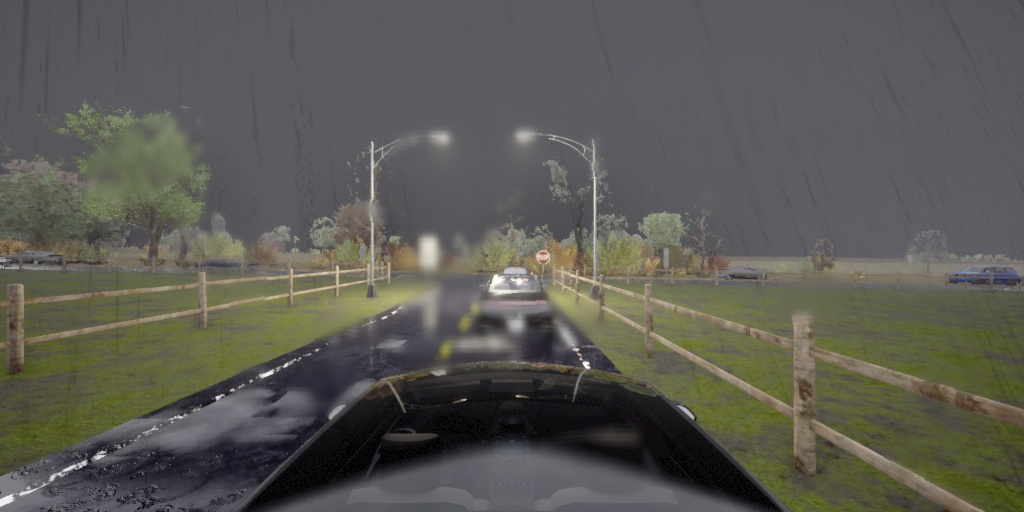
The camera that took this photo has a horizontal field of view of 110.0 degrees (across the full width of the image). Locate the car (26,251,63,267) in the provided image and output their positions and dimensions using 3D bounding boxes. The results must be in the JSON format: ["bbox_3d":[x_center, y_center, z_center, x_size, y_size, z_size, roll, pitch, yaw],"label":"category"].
[{"bbox_3d":[-46.972,0.234,35.158,4.902,1.511,2.128,1,1,1],"label":"car"}]

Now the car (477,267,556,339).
[{"bbox_3d":[0.101,1.240,10.048,2.128,1.511,4.902,0,0,0],"label":"car"}]

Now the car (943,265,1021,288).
[{"bbox_3d":[45.880,1.958,35.046,5.566,2.045,2.150,1,1,1],"label":"car"}]

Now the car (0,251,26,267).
[{"bbox_3d":[-47.961,0.248,32.321,4.902,1.511,2.128,1,1,1],"label":"car"}]

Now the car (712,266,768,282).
[{"bbox_3d":[22.268,1.728,35.141,4.902,1.511,2.128,1,1,0],"label":"car"}]

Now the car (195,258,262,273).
[{"bbox_3d":[-25.389,0.848,32.242,4.718,1.301,1.895,1,1,0],"label":"car"}]
